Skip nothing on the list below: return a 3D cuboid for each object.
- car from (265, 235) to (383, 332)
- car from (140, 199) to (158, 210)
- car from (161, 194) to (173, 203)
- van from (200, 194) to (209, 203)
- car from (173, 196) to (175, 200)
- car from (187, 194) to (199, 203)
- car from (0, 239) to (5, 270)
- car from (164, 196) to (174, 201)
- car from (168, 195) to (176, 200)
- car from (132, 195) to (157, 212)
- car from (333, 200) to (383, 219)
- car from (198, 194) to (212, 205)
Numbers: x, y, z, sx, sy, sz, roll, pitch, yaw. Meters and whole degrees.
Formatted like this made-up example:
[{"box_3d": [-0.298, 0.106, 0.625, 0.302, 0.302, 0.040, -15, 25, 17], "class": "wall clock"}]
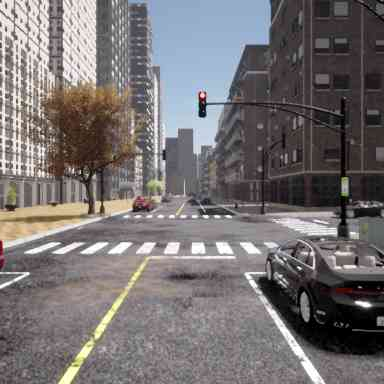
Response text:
[{"box_3d": [2.687, 1.551, 6.772, 2.008, 1.369, 4.403, 0, 0, 0], "class": "car"}, {"box_3d": [-5.710, 1.587, 44.680, 1.947, 1.339, 4.313, 0, 0, 0], "class": "car"}, {"box_3d": [-5.722, 1.619, 72.295, 1.947, 1.339, 4.313, 0, 0, 0], "class": "car"}, {"box_3d": [2.658, 1.394, 72.298, 1.690, 1.788, 3.998, 0, 0, 0], "class": "van"}, {"box_3d": [-5.725, 1.377, 77.817, 2.192, 1.841, 5.009, 0, 0, 0], "class": "car"}, {"box_3d": [-0.030, 1.648, 68.927, 1.895, 1.301, 4.718, 0, 0, 0], "class": "car"}, {"box_3d": [-5.694, 1.545, 6.769, 1.887, 1.381, 4.507, 0, 0, 0], "class": "car"}, {"box_3d": [-5.727, 1.622, 83.340, 2.008, 1.369, 4.403, 0, 0, 0], "class": "car"}, {"box_3d": [-5.732, 1.643, 94.386, 2.008, 1.369, 4.403, 0, 0, 0], "class": "car"}, {"box_3d": [-5.708, 1.332, 39.157, 2.192, 1.841, 5.009, 0, 0, 0], "class": "car"}, {"box_3d": [13.415, 1.347, 26.183, 4.403, 1.369, 2.008, -1, 1, -1], "class": "car"}, {"box_3d": [2.664, 1.603, 61.252, 1.947, 1.339, 4.313, 0, 0, 0], "class": "car"}]
